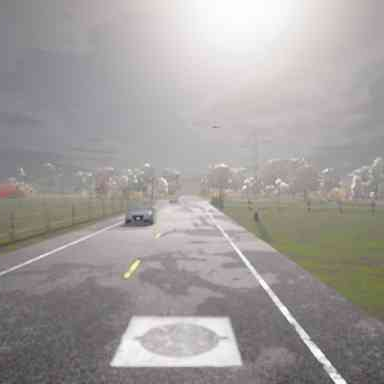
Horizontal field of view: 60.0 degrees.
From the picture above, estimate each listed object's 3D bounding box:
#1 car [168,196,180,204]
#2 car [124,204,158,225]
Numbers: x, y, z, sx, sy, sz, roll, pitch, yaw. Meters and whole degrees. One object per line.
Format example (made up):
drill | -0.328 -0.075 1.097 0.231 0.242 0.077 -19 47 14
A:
car | -3.486 1.531 65.196 1.837 1.490 4.892 0 1 0
car | -3.589 1.569 24.106 1.994 1.385 4.181 0 0 0
